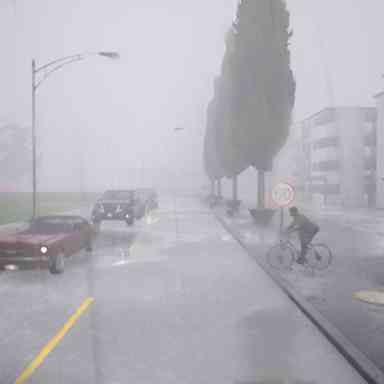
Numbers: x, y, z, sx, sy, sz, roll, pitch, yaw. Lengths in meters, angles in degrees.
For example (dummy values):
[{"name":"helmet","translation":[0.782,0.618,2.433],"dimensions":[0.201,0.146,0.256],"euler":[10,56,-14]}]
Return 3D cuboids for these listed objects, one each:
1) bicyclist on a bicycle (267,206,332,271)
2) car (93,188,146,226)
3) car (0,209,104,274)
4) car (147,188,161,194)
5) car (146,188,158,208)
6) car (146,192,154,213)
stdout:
[{"name":"bicyclist on a bicycle","translation":[2.719,1.188,8.400],"dimensions":[1.656,1.620,0.582],"euler":[0,1,-1]},{"name":"car","translation":[-4.443,0.837,20.539],"dimensions":[2.150,2.045,5.566],"euler":[0,1,-1]},{"name":"car","translation":[-4.263,1.413,9.988],"dimensions":[1.895,1.301,4.718],"euler":[0,1,-1]},{"name":"car","translation":[-10.655,-0.316,92.715],"dimensions":[3.633,1.501,1.845],"euler":[0,1,-1]},{"name":"car","translation":[-4.596,0.613,32.566],"dimensions":[2.150,2.045,5.566],"euler":[0,1,0]},{"name":"car","translation":[-4.447,0.991,26.271],"dimensions":[1.882,1.535,5.008],"euler":[0,1,-1]}]
